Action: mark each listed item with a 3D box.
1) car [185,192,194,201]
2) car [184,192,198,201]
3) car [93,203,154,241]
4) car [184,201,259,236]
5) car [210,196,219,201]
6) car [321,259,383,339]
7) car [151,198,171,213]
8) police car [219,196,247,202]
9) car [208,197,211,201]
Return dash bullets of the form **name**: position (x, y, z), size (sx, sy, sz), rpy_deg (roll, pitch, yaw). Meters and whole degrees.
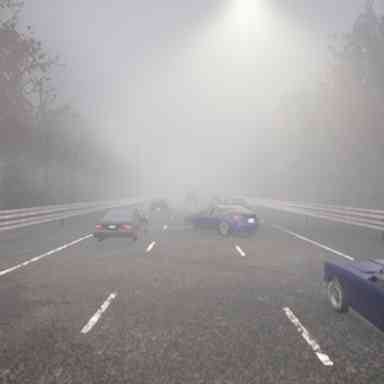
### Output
- **car**: position (-0.645, 1.009, 82.518), size (2.150, 2.045, 5.566), rpy_deg (0, 0, -1)
- **car**: position (-0.174, 1.081, 58.682), size (2.150, 2.045, 5.566), rpy_deg (0, 0, -1)
- **car**: position (-3.323, 1.511, 16.396), size (2.033, 1.411, 5.357), rpy_deg (0, 0, 0)
- **car**: position (1.515, 1.463, 18.384), size (2.163, 1.488, 4.792), rpy_deg (0, 0, -37)
- **car**: position (3.530, 1.460, 37.723), size (2.033, 1.411, 5.357), rpy_deg (0, 0, 0)
- **car**: position (3.533, 1.590, 4.640), size (1.895, 1.301, 4.718), rpy_deg (0, 0, 0)
- **car**: position (-3.362, 1.422, 35.655), size (1.837, 1.490, 4.892), rpy_deg (0, 0, 0)
- **police car**: position (3.579, 1.364, 26.795), size (1.930, 1.638, 5.238), rpy_deg (0, 0, 0)
- **car**: position (3.437, 1.315, 48.759), size (2.033, 1.649, 4.856), rpy_deg (0, 0, -1)
